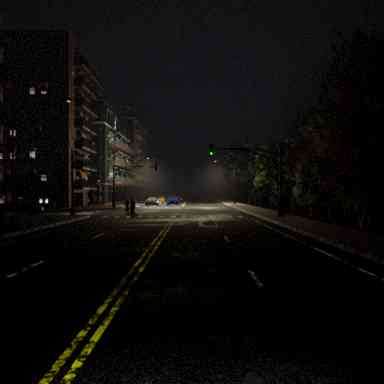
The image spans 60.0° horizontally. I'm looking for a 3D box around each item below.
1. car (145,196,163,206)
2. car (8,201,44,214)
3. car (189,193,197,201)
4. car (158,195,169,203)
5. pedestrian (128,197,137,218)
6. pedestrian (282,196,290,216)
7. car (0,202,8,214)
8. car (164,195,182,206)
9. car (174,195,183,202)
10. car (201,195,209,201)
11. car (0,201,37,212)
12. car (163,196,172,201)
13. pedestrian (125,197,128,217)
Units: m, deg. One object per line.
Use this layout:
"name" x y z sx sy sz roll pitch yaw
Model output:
"car" -6.432 1.563 54.390 2.033 1.411 5.357 0 0 0
"car" -19.226 1.724 37.414 4.902 1.511 2.128 -1 0 1
"car" 0.251 1.258 85.604 2.150 2.045 5.566 0 0 0
"car" -6.284 1.555 74.183 2.128 1.511 4.902 0 0 0
"pedestrian" -4.975 1.298 28.092 0.375 1.860 0.375 0 0 0
"pedestrian" 8.052 1.146 28.751 0.375 1.860 0.375 0 0 0
"car" -22.570 1.592 34.609 5.009 1.841 2.192 -1 1 -1
"car" -3.176 1.494 55.833 1.882 1.535 5.008 0 0 0
"car" -3.030 1.531 75.375 1.837 1.490 4.892 0 0 0
"car" 3.502 1.533 85.562 1.837 1.490 4.892 0 0 0
"car" -22.662 1.853 43.260 4.206 1.307 1.802 -1 1 -1
"car" -6.252 1.621 84.507 1.895 1.301 4.718 0 0 0
"pedestrian" -5.704 1.307 29.392 0.375 1.860 0.375 0 0 0
